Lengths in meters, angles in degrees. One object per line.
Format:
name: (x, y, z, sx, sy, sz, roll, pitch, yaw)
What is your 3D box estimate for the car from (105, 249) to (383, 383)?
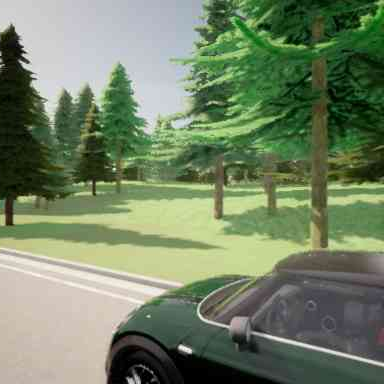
car: (1.287, 1.352, 3.074, 4.553, 1.767, 2.097, 0, 0, 35)
